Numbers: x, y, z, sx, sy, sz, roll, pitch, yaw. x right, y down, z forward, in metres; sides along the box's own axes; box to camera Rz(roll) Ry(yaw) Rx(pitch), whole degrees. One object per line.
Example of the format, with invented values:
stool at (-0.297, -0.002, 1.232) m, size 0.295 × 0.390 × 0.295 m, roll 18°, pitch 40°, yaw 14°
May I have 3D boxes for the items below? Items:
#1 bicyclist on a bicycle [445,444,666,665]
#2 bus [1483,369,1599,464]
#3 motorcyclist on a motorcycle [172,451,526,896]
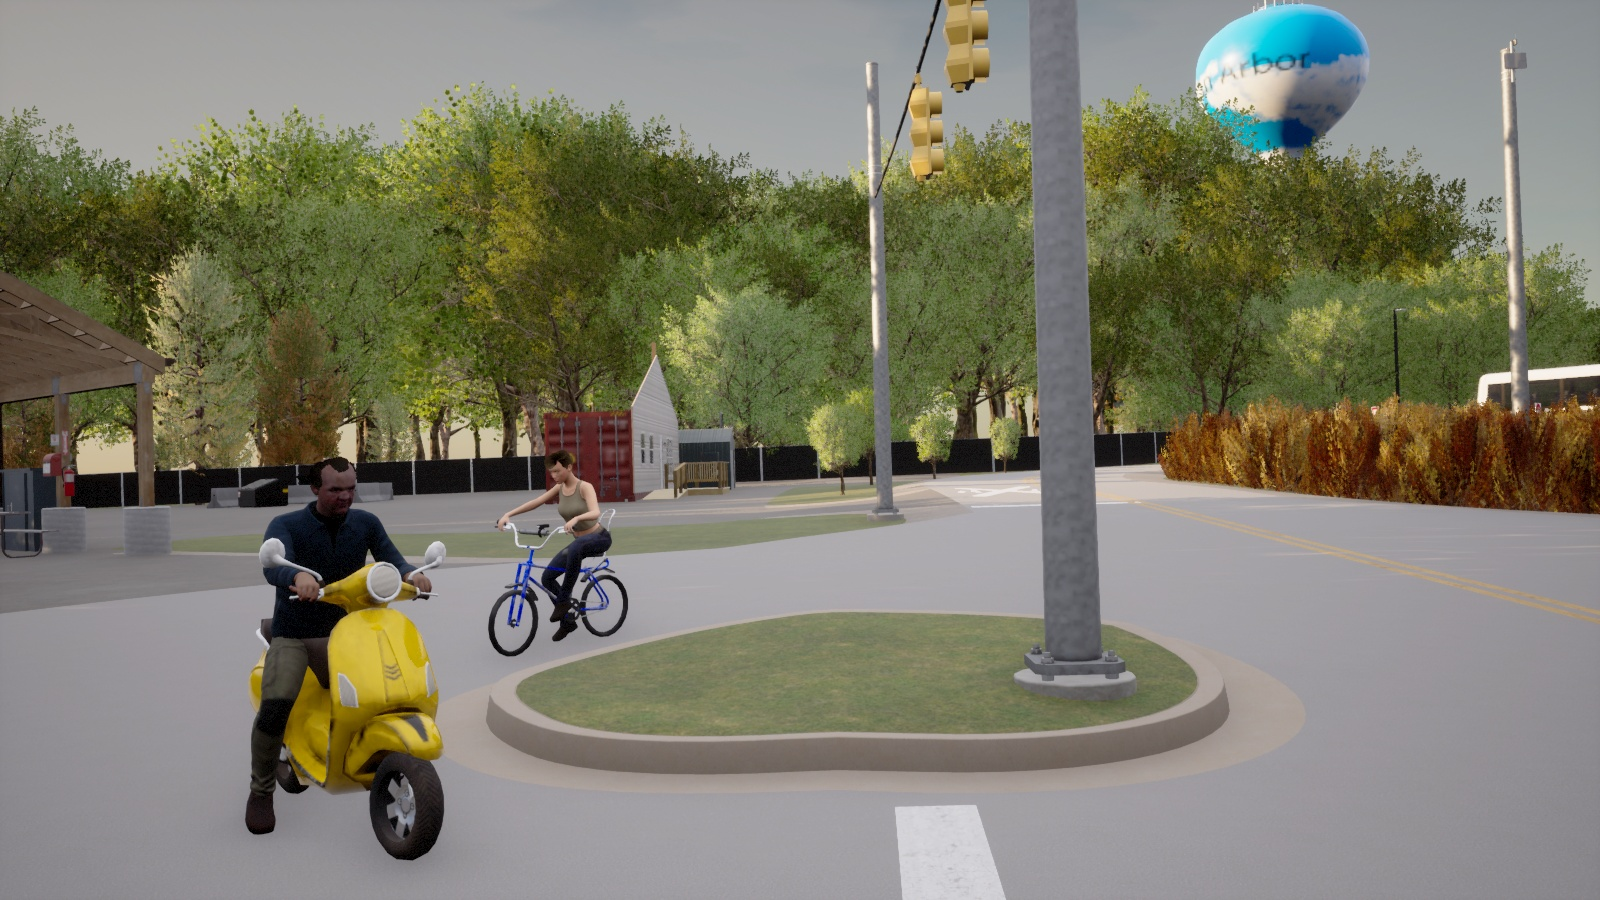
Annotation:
bicyclist on a bicycle at (-1.979, 0.793, 10.329) m, size 0.866 × 1.612 × 1.509 m, roll -1°, pitch 2°, yaw 39°
bus at (39.115, -1.746, 60.321) m, size 10.273 × 4.253 × 3.944 m, roll -4°, pitch -2°, yaw 40°
motorcyclist on a motorcycle at (-2.028, 0.809, 5.479) m, size 0.866 × 1.590 × 1.817 m, roll 0°, pitch 0°, yaw -40°
